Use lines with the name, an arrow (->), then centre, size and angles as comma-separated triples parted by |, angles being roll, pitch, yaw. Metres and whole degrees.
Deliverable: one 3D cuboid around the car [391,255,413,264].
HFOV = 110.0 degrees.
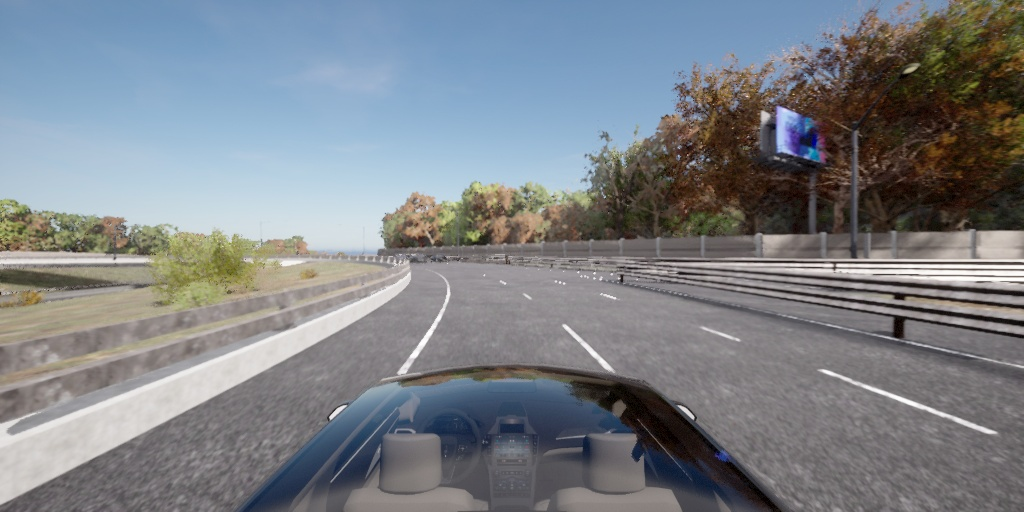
car -> -19.482, 0.538, 62.047 | 2.128, 1.511, 4.902 | -1, 1, -35
